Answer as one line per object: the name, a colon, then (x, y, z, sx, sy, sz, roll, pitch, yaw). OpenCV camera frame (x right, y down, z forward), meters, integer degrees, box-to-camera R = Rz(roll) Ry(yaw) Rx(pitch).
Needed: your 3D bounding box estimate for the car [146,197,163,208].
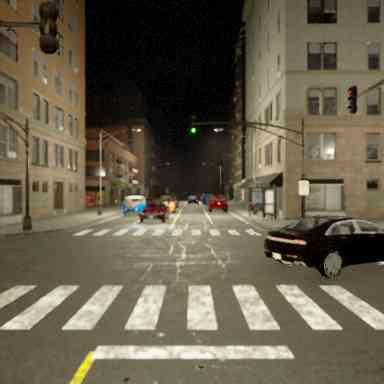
car: (-5.289, 1.471, 47.307, 1.887, 1.381, 4.507, 0, 0, 0)

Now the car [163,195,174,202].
car: (-5.216, 1.447, 74.339, 1.947, 1.339, 4.313, 0, 0, 0)

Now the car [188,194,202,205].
car: (0.242, 1.511, 56.805, 1.895, 1.301, 4.718, 0, 0, 0)

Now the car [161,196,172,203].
car: (-5.230, 1.441, 68.932, 2.008, 1.369, 4.403, 0, 0, 0)

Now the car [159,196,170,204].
car: (-5.246, 1.425, 63.357, 1.752, 1.417, 4.829, 0, 0, 0)

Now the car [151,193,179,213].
car: (-2.764, 1.297, 35.355, 2.097, 1.767, 4.553, 0, 0, 0)

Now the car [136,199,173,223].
car: (-2.787, 1.486, 25.576, 1.812, 1.442, 4.674, 0, 0, 2)

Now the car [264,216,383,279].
car: (4.421, 1.456, 9.858, 4.902, 1.511, 2.128, 0, 0, -26)

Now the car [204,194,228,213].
car: (2.792, 1.258, 36.476, 2.192, 1.841, 5.009, 0, 0, 0)

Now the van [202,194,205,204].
van: (2.817, 1.258, 52.695, 1.690, 1.788, 3.998, 0, 0, 0)

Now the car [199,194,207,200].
car: (2.867, 1.303, 85.132, 1.967, 1.590, 4.097, 0, 0, 0)

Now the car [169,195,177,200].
car: (-5.172, 1.437, 90.557, 1.802, 1.307, 4.206, 0, 0, 0)

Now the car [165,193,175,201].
car: (-5.201, 1.187, 79.744, 2.192, 1.841, 5.009, 0, 0, 0)

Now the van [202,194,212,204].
van: (2.834, 1.240, 63.508, 1.690, 1.788, 3.998, 0, 0, 0)

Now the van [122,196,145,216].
van: (-5.334, 1.293, 31.088, 1.690, 1.788, 3.998, 0, 0, 0)

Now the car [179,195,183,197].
car: (-2.729, 1.476, 45.700, 2.033, 1.411, 5.357, 0, 0, 0)
